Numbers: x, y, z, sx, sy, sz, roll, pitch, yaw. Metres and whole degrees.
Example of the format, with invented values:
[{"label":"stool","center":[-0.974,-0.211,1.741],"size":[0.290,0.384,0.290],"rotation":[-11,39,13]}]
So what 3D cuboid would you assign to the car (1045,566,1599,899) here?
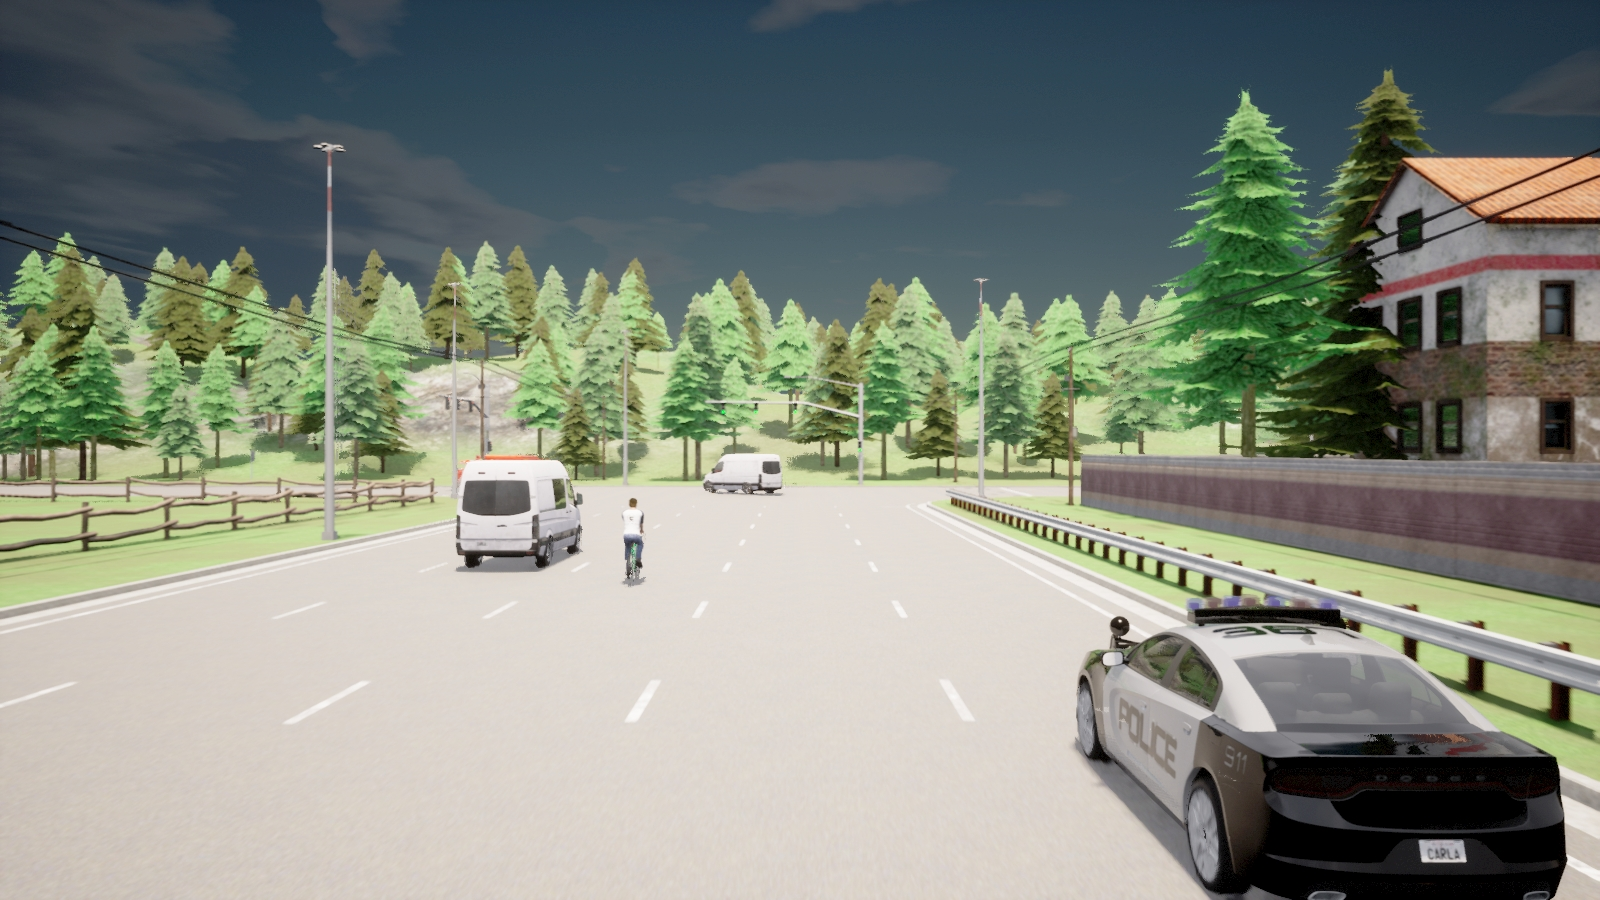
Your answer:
[{"label":"car","center":[3.501,1.982,8.810],"size":[2.097,1.638,5.238],"rotation":[0,0,0]}]

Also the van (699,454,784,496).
[{"label":"van","center":[-3.784,1.534,72.880],"size":[1.988,2.561,5.915],"rotation":[1,-1,-45]}]

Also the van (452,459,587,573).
[{"label":"van","center":[-6.992,1.534,29.172],"size":[1.988,2.561,5.915],"rotation":[0,0,0]}]

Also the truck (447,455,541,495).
[{"label":"truck","center":[-19.767,1.570,73.896],"size":[5.204,2.467,2.627],"rotation":[0,0,15]}]

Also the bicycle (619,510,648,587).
[{"label":"bicycle","center":[-3.498,2.056,24.090],"size":[0.373,1.496,1.643],"rotation":[0,0,0]}]
